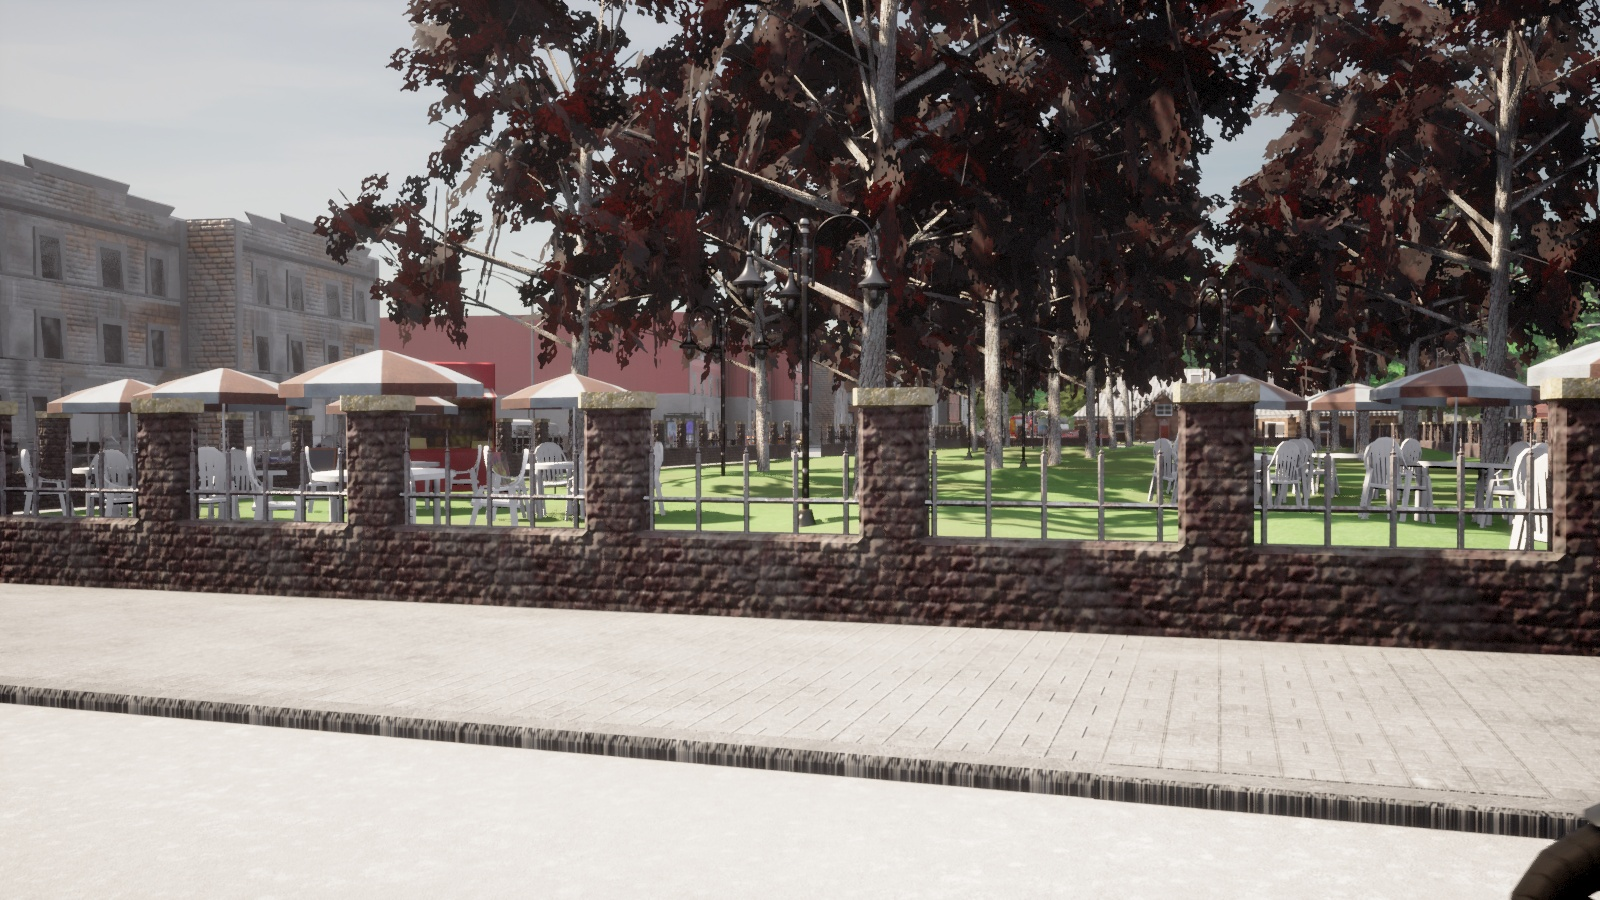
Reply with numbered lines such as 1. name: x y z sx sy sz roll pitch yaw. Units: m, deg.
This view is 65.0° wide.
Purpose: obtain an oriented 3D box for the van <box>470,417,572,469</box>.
1. van: -11.404 -0.320 51.636 2.069 2.038 4.480 1 1 18

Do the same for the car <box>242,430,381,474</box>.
1. car: -17.626 0.030 45.601 2.163 1.488 4.792 1 1 18

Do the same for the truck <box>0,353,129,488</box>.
1. truck: -21.886 -0.762 32.751 2.891 3.462 7.936 1 1 18

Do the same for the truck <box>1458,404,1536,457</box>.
1. truck: 47.844 -1.360 86.422 2.891 3.462 7.936 0 1 15

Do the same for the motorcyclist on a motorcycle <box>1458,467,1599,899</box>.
1. motorcyclist on a motorcycle: 2.763 0.827 2.786 2.191 1.530 0.866 1 1 19
